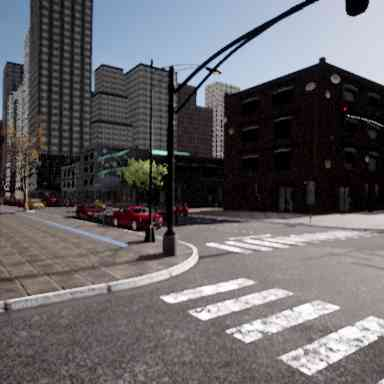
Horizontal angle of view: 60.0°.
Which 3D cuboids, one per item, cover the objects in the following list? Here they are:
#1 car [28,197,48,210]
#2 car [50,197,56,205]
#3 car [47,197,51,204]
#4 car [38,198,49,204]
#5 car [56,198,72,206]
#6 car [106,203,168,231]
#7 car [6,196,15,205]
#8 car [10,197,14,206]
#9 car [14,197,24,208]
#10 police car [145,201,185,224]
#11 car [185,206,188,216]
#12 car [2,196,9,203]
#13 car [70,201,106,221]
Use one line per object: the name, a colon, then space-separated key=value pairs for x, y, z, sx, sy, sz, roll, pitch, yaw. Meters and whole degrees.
car: x=-22.767 y=1.834 z=48.515 sx=1.752 sy=1.417 sz=4.829 roll=0 pitch=-1 yaw=-35
car: x=-28.457 y=2.197 z=71.374 sx=1.802 sy=1.307 sz=4.206 roll=0 pitch=-1 yaw=-35
car: x=-34.801 y=2.030 z=80.444 sx=2.192 sy=1.841 sz=5.009 roll=0 pitch=-1 yaw=-35
car: x=-38.070 y=2.292 z=85.115 sx=1.752 sy=1.417 sz=4.829 roll=0 pitch=-1 yaw=-35
car: x=-25.287 y=2.005 z=66.841 sx=1.967 sy=1.590 sz=4.097 roll=0 pitch=-1 yaw=-35
car: x=-3.467 y=1.560 z=20.806 sx=1.887 sy=1.381 sz=4.507 roll=0 pitch=-1 yaw=-35
car: x=-35.325 y=2.072 z=66.573 sx=1.947 sy=1.339 sz=4.313 roll=0 pitch=-1 yaw=-35
car: x=-32.154 y=2.022 z=62.039 sx=1.947 sy=1.339 sz=4.313 roll=0 pitch=-1 yaw=-35
car: x=-29.164 y=1.954 z=57.753 sx=1.887 sy=1.381 sz=4.507 roll=0 pitch=-1 yaw=-35
police car: x=-2.911 y=1.586 z=24.943 sx=2.038 sy=1.542 sz=4.974 roll=1 pitch=-1 yaw=-35
car: x=-2.179 y=1.653 z=34.035 sx=1.967 sy=1.590 sz=4.097 roll=0 pitch=-1 yaw=-35
car: x=-38.497 y=1.871 z=71.109 sx=2.192 sy=1.841 sz=5.009 roll=0 pitch=-1 yaw=-35
car: x=-8.627 y=1.674 z=28.181 sx=1.802 sy=1.307 sz=4.206 roll=0 pitch=-1 yaw=-35
